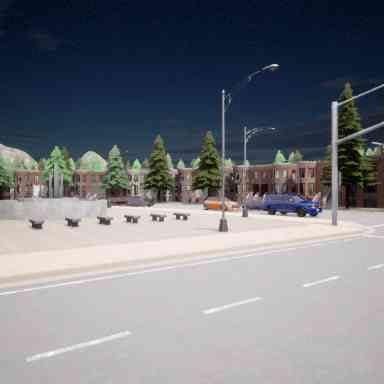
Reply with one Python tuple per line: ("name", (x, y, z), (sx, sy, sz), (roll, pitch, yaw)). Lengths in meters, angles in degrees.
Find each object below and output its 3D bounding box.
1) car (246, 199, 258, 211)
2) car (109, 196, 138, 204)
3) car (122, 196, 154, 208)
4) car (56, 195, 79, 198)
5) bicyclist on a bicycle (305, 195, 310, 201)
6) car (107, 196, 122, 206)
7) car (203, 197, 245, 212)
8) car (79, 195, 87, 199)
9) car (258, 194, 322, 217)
("car", (8.348, 1.547, 38.545), (2.033, 1.411, 5.357), (0, 0, -37))
("car", (-12.759, 1.505, 62.036), (4.892, 1.490, 1.837), (0, 0, 18))
("car", (-7.563, 1.563, 48.350), (4.181, 1.385, 1.994), (0, 0, 29))
("car", (-23.841, 1.505, 60.674), (4.892, 1.490, 1.837), (0, 0, 5))
("bicyclist on a bicycle", (16.149, 1.303, 46.584), (1.656, 1.620, 0.582), (0, 0, -37))
("car", (-10.830, 1.601, 53.924), (4.718, 1.301, 1.895), (0, 0, 23))
("car", (3.439, 1.352, 38.935), (2.097, 1.767, 4.553), (0, 0, -41))
("car", (-22.579, 1.352, 63.968), (4.553, 1.767, 2.097), (0, 0, 7))
("car", (9.320, 1.221, 31.290), (2.150, 2.045, 5.566), (0, 0, -38))
